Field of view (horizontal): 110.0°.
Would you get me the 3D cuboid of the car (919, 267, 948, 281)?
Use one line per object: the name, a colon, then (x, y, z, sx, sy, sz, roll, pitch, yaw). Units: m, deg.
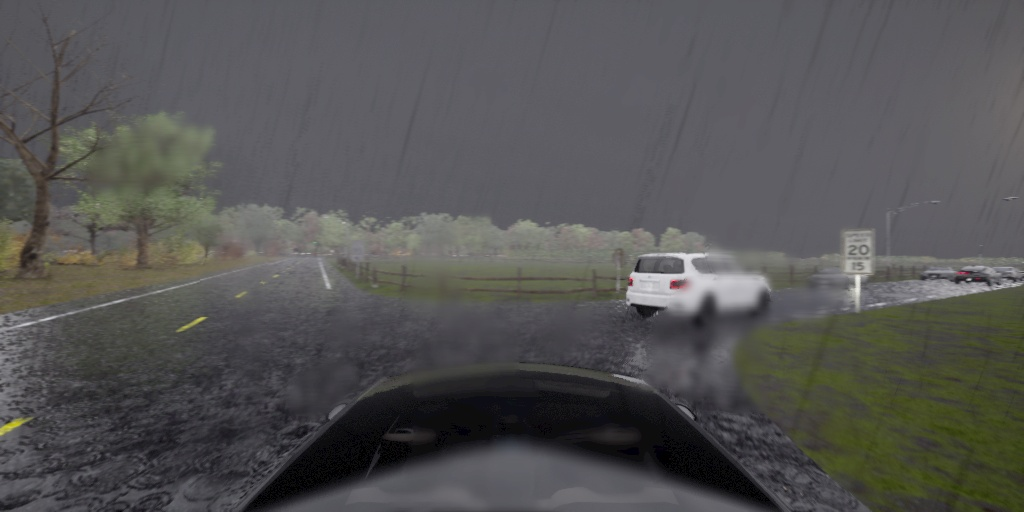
car: (40.252, 1.688, 33.645, 4.181, 1.385, 1.994, 1, 0, -29)

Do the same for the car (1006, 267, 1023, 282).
car: (46.809, 1.721, 34.108, 5.357, 1.411, 2.033, 1, 0, -29)

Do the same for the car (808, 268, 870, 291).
car: (21.157, 1.479, 23.201, 4.181, 1.385, 1.994, 1, 0, -29)

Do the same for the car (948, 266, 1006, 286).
car: (37.723, 1.580, 29.043, 4.892, 1.490, 1.837, 1, 0, -28)

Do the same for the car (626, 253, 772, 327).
car: (6.099, 0.950, 11.532, 5.566, 2.045, 2.150, 1, -1, -33)
